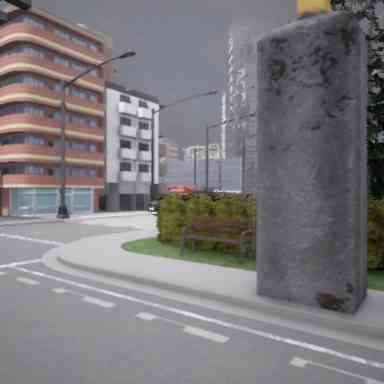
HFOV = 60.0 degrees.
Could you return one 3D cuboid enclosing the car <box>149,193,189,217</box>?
[{"bbox_3d":[-1.426,1.157,30.405,2.150,2.045,5.566,0,0,36],"label":"car"}]
